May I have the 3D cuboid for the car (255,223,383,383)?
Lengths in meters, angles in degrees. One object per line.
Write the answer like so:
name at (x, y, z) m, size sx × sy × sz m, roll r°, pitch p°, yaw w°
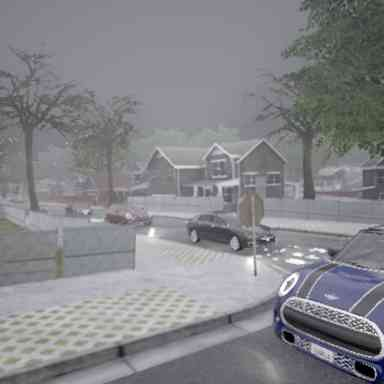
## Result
car at (3.418, 1.353, 5.324) m, size 4.553 × 1.767 × 2.097 m, roll 0°, pitch 0°, yaw -35°

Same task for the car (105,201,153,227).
car at (-4.671, 1.584, 24.180) m, size 2.097 × 1.767 × 4.553 m, roll -3°, pitch 1°, yaw -35°

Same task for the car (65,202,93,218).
car at (-11.686, 1.827, 34.231) m, size 2.128 × 1.511 × 4.902 m, roll -3°, pitch 1°, yaw -35°

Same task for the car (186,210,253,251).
car at (1.618, 1.646, 15.204) m, size 1.837 × 1.490 × 4.892 m, roll -3°, pitch 2°, yaw -35°
